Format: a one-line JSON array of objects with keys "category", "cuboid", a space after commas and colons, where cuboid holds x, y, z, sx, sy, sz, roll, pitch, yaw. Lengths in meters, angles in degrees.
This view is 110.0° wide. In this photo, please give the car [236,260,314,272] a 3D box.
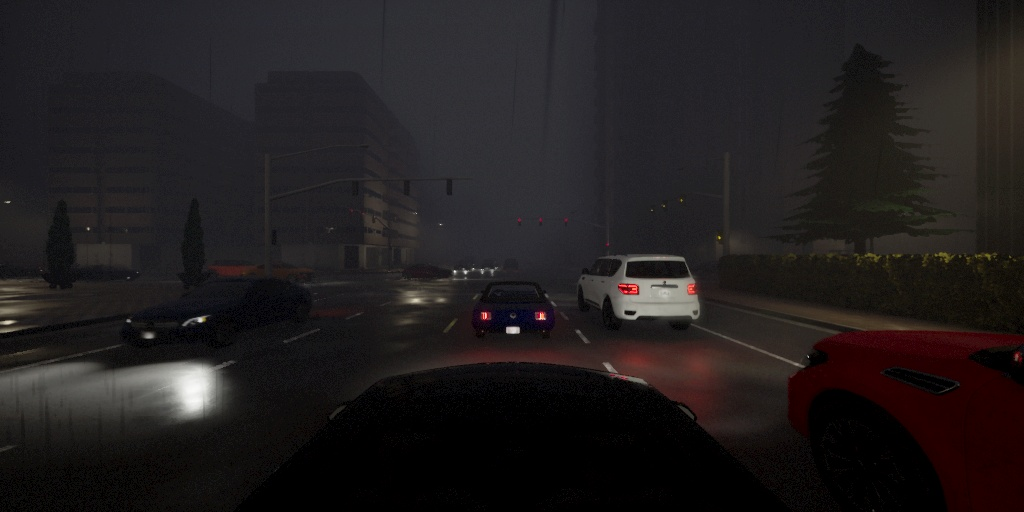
[{"category": "car", "cuboid": [-17.497, 1.225, 27.057, 5.008, 1.535, 1.882, 0, 0, 3]}]

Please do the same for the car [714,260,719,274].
[{"category": "car", "cuboid": [20.832, 1.224, 37.579, 5.008, 1.535, 1.882, 0, 0, 1]}]

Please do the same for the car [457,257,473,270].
[{"category": "car", "cuboid": [-7.142, 1.270, 51.519, 1.812, 1.442, 4.674, 0, 0, 0]}]

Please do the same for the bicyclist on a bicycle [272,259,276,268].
[{"category": "bicyclist on a bicycle", "cuboid": [-28.686, 1.046, 42.798, 0.582, 1.620, 1.656, 0, 0, 1]}]

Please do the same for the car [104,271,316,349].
[{"category": "car", "cuboid": [-7.055, 1.275, 9.296, 1.812, 1.442, 4.674, 0, 0, 0]}]

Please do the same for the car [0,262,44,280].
[{"category": "car", "cuboid": [-43.674, 1.347, 30.954, 4.718, 1.301, 1.895, 0, 0, 1]}]

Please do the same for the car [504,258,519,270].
[{"category": "car", "cuboid": [-0.099, 1.096, 53.490, 2.097, 1.767, 4.553, 0, 0, 1]}]

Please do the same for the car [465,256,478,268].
[{"category": "car", "cuboid": [-7.150, 0.965, 61.217, 2.150, 2.045, 5.566, 0, 0, 0]}]

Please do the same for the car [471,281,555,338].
[{"category": "car", "cuboid": [0.047, 1.350, 10.125, 1.895, 1.301, 4.718, 0, 0, 0]}]

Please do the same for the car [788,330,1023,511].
[{"category": "car", "cuboid": [3.601, 0.972, 0.892, 2.150, 2.045, 5.566, 0, 0, 0]}]

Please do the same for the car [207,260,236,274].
[{"category": "car", "cuboid": [-23.295, 1.099, 30.773, 4.553, 1.767, 2.097, 0, 0, 0]}]

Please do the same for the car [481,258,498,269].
[{"category": "car", "cuboid": [-3.661, 1.249, 55.431, 1.837, 1.490, 4.892, 0, 0, 0]}]

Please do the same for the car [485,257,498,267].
[{"category": "car", "cuboid": [-3.629, 1.095, 65.319, 2.097, 1.767, 4.553, 0, 0, 0]}]

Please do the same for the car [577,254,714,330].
[{"category": "car", "cuboid": [3.577, 0.970, 11.253, 2.150, 2.045, 5.566, 0, 0, -2]}]

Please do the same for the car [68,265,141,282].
[{"category": "car", "cuboid": [-31.431, 1.348, 27.338, 4.718, 1.301, 1.895, 0, 0, 1]}]

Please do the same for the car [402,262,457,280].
[{"category": "car", "cuboid": [-7.203, 1.311, 30.627, 4.181, 1.385, 1.994, 0, 0, 1]}]
